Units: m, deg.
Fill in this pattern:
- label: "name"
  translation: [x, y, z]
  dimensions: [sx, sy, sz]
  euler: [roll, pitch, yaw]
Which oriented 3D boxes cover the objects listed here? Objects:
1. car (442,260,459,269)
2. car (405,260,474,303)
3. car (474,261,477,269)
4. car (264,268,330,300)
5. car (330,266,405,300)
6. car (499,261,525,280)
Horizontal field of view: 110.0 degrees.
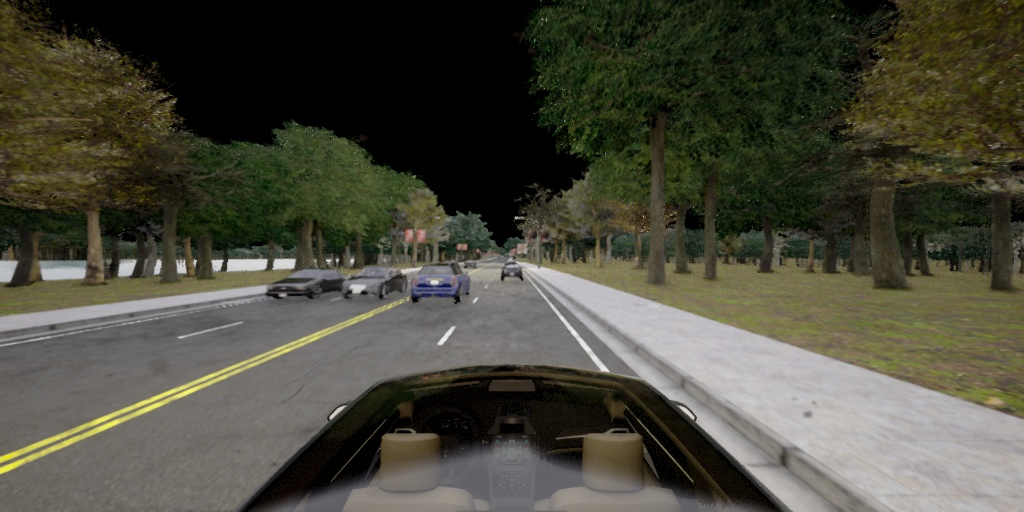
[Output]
- label: "car"
  translation: [-10.148, 1.428, 59.275]
  dimensions: [1.994, 1.385, 4.181]
  euler: [0, 0, 0]
- label: "car"
  translation: [-3.183, 1.110, 16.837]
  dimensions: [2.097, 1.767, 4.553]
  euler: [0, 0, 0]
- label: "car"
  translation: [-6.887, 1.411, 59.284]
  dimensions: [2.033, 1.411, 5.357]
  euler: [0, 0, 0]
- label: "car"
  translation: [-9.887, 1.307, 18.113]
  dimensions: [2.033, 1.411, 5.357]
  euler: [0, 0, 0]
- label: "car"
  translation: [-6.634, 1.251, 17.773]
  dimensions: [2.128, 1.511, 4.902]
  euler: [0, 0, 0]
- label: "car"
  translation: [-0.004, 1.305, 31.072]
  dimensions: [1.812, 1.442, 4.674]
  euler: [0, 0, -1]
